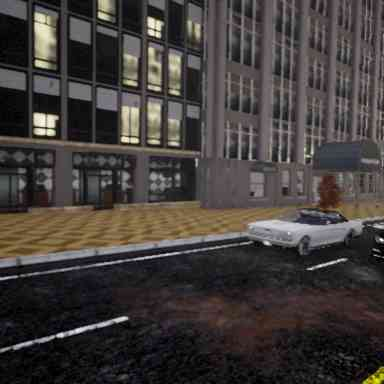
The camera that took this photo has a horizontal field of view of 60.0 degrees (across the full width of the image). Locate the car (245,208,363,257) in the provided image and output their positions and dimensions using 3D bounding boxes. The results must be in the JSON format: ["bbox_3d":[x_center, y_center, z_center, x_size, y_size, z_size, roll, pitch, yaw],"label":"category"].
[{"bbox_3d":[4.024,1.269,11.638,4.718,1.301,1.895,0,3,-40],"label":"car"}]

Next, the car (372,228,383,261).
[{"bbox_3d":[7.234,1.322,10.070,4.902,1.511,2.128,0,3,-40],"label":"car"}]
